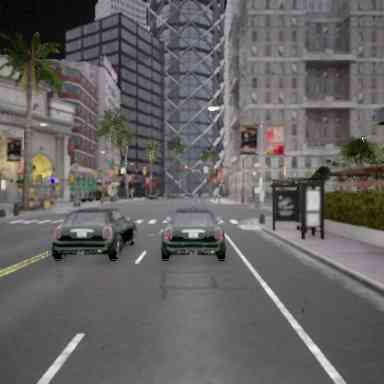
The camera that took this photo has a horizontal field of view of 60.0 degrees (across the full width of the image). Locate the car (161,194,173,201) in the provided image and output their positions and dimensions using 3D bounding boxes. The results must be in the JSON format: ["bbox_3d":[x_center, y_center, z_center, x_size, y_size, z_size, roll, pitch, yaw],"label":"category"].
[{"bbox_3d":[-6.983,1.494,87.636,2.128,1.511,4.902,0,0,0],"label":"car"}]

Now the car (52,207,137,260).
[{"bbox_3d":[-3.440,1.349,12.560,2.097,1.767,4.553,0,0,0],"label":"car"}]

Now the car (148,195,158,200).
[{"bbox_3d":[-10.446,1.563,88.946,1.895,1.301,4.718,0,0,3],"label":"car"}]

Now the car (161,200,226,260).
[{"bbox_3d":[0.060,1.350,12.506,2.097,1.767,4.553,0,0,0],"label":"car"}]
